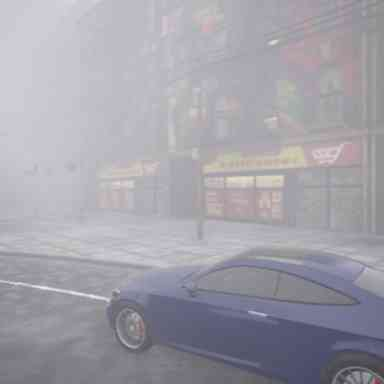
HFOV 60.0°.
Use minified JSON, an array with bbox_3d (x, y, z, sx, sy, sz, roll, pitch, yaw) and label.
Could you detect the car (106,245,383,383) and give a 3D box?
[{"bbox_3d":[0.937,1.477,4.477,4.674,1.442,1.812,0,1,32],"label":"car"}]
